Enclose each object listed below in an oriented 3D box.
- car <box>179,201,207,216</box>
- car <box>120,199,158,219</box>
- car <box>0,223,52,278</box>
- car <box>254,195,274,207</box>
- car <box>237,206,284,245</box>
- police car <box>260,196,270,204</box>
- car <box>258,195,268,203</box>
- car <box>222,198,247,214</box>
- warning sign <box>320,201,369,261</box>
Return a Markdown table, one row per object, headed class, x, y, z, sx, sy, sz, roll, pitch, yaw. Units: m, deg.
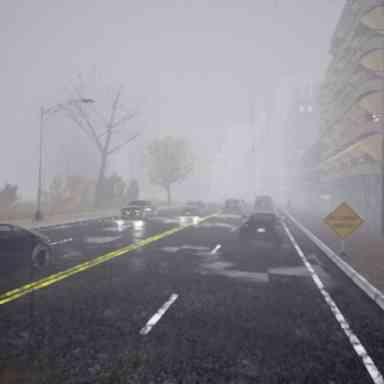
| class | x | y | z | sx | sy | sz | roll | pitch | yaw |
| --- | --- | --- | --- | --- | --- | --- | --- | --- | --- |
| car | 0.245 | 1.556 | 32.896 | 2.033 | 1.411 | 5.357 | 2 | 0 | 13 |
| car | -4.287 | 1.390 | 27.519 | 1.837 | 1.490 | 4.892 | 2 | 0 | 13 |
| car | -5.266 | 1.420 | 7.908 | 1.994 | 1.385 | 4.181 | 2 | 0 | 12 |
| car | 8.687 | 1.461 | 40.251 | 2.150 | 2.045 | 5.566 | 2 | 0 | 13 |
| car | 3.460 | 1.660 | 16.494 | 1.994 | 1.385 | 4.181 | 2 | 0 | 12 |
| police car | 17.659 | 1.920 | 80.603 | 1.930 | 1.638 | 5.238 | 2 | 0 | 10 |
| car | 19.260 | 1.769 | 90.482 | 2.150 | 2.045 | 5.566 | 2 | 0 | 9 |
| car | 4.709 | 1.482 | 37.409 | 2.097 | 1.767 | 4.553 | 2 | 0 | 13 |
| warning sign | 5.132 | 1.257 | 11.298 | 1.300 | 1.860 | 1.060 | 1 | 0 | 12 |
